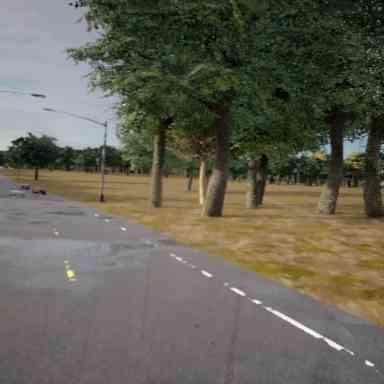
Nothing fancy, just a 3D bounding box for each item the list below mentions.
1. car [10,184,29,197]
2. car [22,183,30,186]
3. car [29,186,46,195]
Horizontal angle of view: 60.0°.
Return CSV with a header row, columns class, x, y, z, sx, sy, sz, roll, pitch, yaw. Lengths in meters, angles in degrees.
class,x,y,z,sx,sy,sz,roll,pitch,yaw
car,-24.377,0.019,46.478,1.895,1.301,4.718,3,0,-29
car,-38.691,-1.314,76.929,1.882,1.535,5.008,3,1,-33
car,-26.561,-0.195,57.592,1.895,1.301,4.718,3,1,-31
